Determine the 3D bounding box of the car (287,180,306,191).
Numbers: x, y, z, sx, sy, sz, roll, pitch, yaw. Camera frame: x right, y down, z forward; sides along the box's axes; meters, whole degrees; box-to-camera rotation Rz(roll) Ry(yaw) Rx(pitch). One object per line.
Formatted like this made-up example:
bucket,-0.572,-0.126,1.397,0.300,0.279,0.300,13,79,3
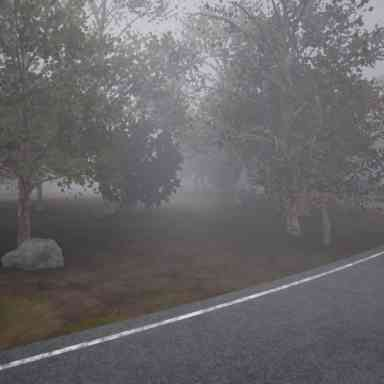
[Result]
car,18.633,-1.234,58.875,1.882,1.535,5.008,-3,3,33

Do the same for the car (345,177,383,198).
car,19.180,-0.341,34.639,2.150,2.045,5.566,-7,4,-44

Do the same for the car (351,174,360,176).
car,32.326,-2.876,67.646,5.566,2.045,2.150,-4,3,-7

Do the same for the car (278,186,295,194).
car,13.341,-0.191,46.542,1.994,1.385,4.181,-4,3,-6
